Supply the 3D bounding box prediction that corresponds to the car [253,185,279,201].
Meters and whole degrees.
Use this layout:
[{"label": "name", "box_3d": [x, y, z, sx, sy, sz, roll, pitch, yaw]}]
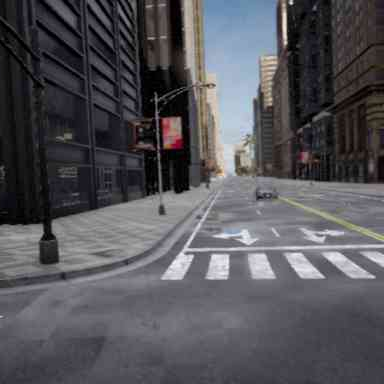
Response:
[{"label": "car", "box_3d": [6.823, 0.056, 31.050, 1.994, 1.385, 4.181, -2, 2, 6]}]
